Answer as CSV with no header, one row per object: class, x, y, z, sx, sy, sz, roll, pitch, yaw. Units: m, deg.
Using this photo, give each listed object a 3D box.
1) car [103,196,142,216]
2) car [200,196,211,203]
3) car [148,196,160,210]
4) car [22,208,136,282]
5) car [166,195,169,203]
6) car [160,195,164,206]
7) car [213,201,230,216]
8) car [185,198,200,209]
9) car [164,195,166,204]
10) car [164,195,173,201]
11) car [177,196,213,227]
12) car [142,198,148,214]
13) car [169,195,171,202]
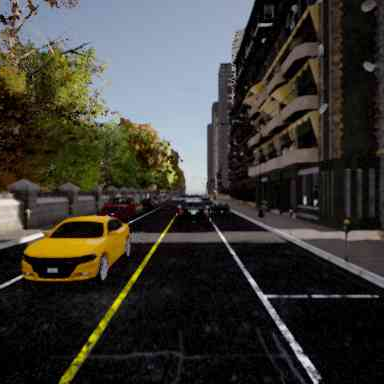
car,-5.694,1.279,26.432,2.192,1.841,5.009,0,0,0
car,2.673,1.480,65.208,2.008,1.369,4.403,0,0,0
car,-5.701,1.512,43.048,1.947,1.339,4.313,0,0,0
car,-3.103,1.463,9.892,1.882,1.535,5.008,0,0,0
car,-5.705,1.458,59.494,1.752,1.417,4.829,0,0,0
car,-5.701,1.381,48.587,1.967,1.590,4.097,0,0,0
car,2.683,1.509,31.975,2.008,1.369,4.403,0,0,0
car,0.087,1.545,45.007,1.895,1.301,4.718,0,0,0
car,-5.703,1.518,54.126,1.802,1.307,4.206,0,0,0
car,-5.841,1.464,81.819,1.887,1.381,4.507,0,0,0
car,0.095,1.322,22.835,2.097,1.767,4.553,0,0,0
car,-5.697,1.483,31.800,1.752,1.417,4.829,0,0,0
car,-5.707,1.369,65.203,1.967,1.590,4.097,0,0,0
